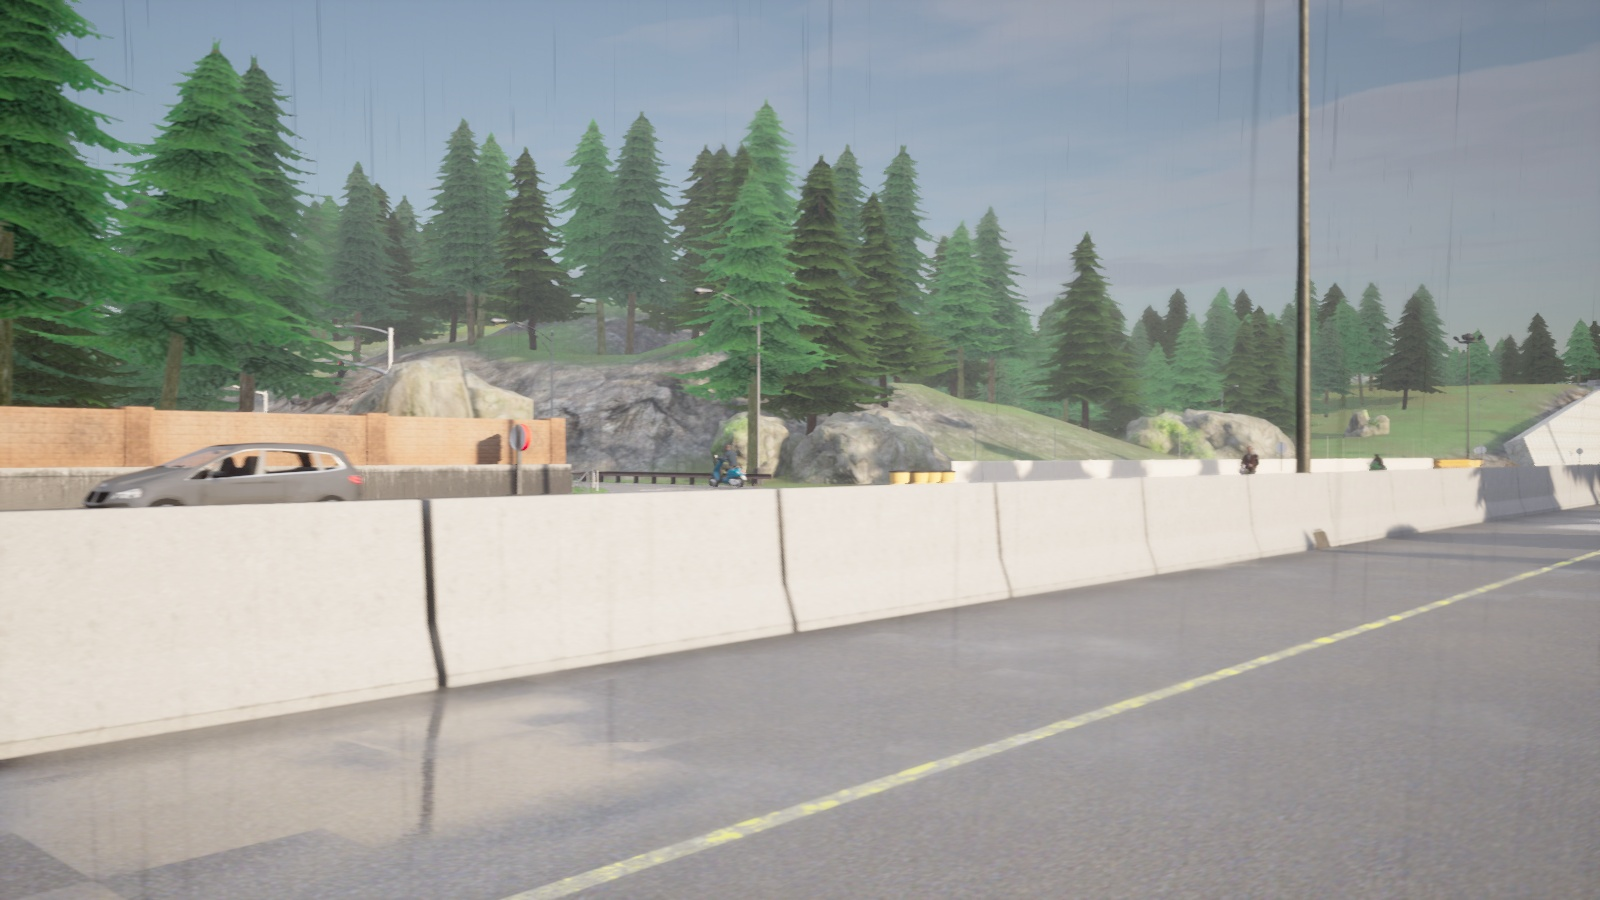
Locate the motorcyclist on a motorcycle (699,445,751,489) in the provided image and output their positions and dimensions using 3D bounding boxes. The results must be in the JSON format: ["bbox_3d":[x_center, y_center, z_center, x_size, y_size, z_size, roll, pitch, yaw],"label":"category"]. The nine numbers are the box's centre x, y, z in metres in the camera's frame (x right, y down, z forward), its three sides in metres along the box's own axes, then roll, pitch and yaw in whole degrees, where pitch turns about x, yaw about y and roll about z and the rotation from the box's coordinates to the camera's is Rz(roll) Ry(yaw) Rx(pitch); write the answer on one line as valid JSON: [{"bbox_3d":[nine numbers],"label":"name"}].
[{"bbox_3d":[-2.765,0.617,46.064,1.817,1.590,0.866,0,0,42],"label":"motorcyclist on a motorcycle"}]

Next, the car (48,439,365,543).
[{"bbox_3d":[-10.504,0.668,22.487,2.242,1.667,4.611,0,0,41],"label":"car"}]
